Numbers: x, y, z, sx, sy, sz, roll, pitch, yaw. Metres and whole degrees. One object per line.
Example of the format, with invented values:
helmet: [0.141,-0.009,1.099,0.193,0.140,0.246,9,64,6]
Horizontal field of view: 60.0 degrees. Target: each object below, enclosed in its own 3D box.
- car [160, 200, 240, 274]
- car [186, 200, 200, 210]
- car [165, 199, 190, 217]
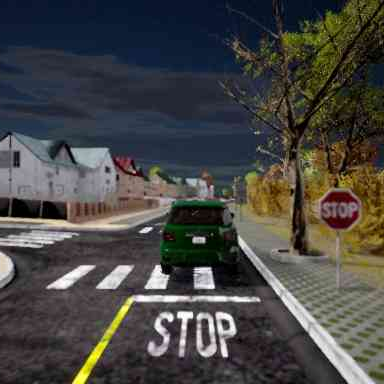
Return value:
car: [0.261,1.291,10.914,2.150,2.045,5.566,0,0,2]
car: [0.204,1.990,52.969,1.812,1.442,4.674,0,-1,7]
car: [-1.433,1.607,35.390,2.097,1.767,4.553,0,-1,4]
